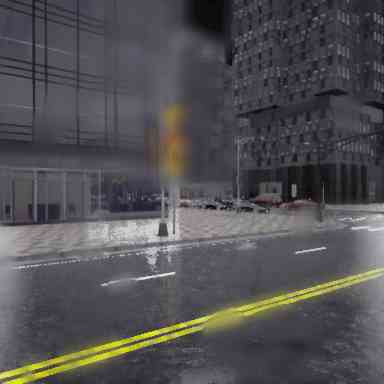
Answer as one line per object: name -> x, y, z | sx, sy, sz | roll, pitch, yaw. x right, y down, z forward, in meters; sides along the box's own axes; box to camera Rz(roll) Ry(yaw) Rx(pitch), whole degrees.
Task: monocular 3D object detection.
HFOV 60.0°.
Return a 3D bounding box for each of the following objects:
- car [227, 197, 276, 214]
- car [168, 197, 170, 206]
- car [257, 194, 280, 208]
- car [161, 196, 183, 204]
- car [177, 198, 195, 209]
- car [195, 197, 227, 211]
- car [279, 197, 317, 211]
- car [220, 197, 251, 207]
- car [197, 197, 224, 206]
car -> 6.128, 1.528, 34.570 | 1.947, 1.339, 4.313 | 0, 0, -36
car -> -3.909, 1.349, 48.189 | 1.967, 1.590, 4.097 | 0, 0, -36
car -> 9.646, 1.220, 44.165 | 2.192, 1.841, 5.009 | 0, 0, -36
car -> -3.734, 1.389, 62.321 | 1.887, 1.381, 4.507 | 0, 0, -36
car -> -0.564, 1.507, 43.650 | 1.802, 1.307, 4.206 | 0, 0, -36
car -> 2.782, 1.508, 39.110 | 1.947, 1.339, 4.313 | 0, 0, -36
car -> 12.992, 1.507, 39.626 | 1.802, 1.307, 4.206 | 0, 0, -36
car -> 6.301, 1.454, 48.704 | 1.947, 1.339, 4.313 | 0, 0, -36
car -> 2.957, 1.438, 53.243 | 1.947, 1.339, 4.313 | 0, 0, -36
